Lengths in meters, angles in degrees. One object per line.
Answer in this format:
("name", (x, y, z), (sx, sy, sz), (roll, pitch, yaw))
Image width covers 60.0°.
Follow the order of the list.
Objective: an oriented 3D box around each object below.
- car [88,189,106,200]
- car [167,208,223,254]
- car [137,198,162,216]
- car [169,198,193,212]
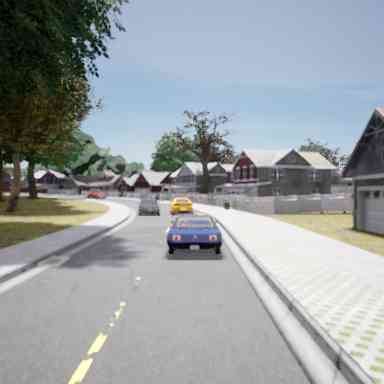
("car", (-19.221, 0.511, 67.170), (2.150, 2.045, 5.566), (0, 1, -36))
("car", (0.091, 1.535, 13.212), (1.895, 1.301, 4.718), (0, 0, 0))
("car", (-3.832, 1.313, 29.747), (1.837, 1.490, 4.892), (0, 0, -9))
("car", (-1.083, 1.276, 31.291), (1.882, 1.535, 5.008), (0, 0, -8))
